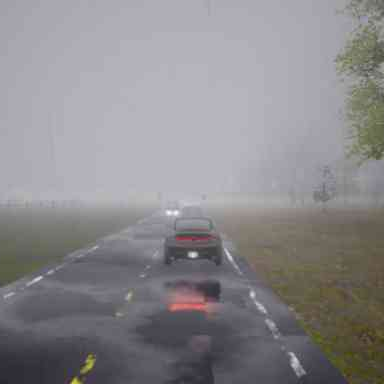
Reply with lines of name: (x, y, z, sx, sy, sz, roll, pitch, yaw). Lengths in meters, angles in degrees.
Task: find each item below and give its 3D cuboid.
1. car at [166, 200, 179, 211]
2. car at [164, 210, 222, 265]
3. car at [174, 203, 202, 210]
car: (-2.797, 1.944, 49.161, 2.128, 1.511, 4.902, 0, -1, 0)
car: (0.044, 1.620, 12.107, 1.837, 1.490, 4.892, 0, -1, 0)
car: (0.025, 1.786, 25.185, 2.033, 1.411, 5.357, 0, -1, 1)
